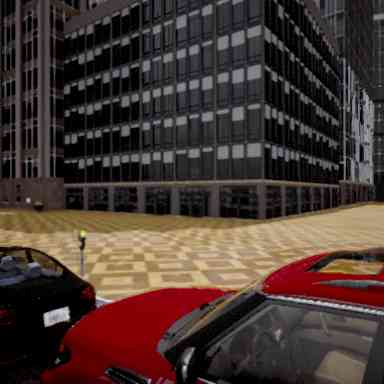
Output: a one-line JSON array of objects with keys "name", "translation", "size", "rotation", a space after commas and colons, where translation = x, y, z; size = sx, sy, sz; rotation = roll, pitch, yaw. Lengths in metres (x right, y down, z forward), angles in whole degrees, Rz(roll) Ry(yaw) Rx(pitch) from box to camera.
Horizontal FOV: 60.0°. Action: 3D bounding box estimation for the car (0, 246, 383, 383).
[{"name": "car", "translation": [1.173, 1.315, 2.043], "size": [5.009, 1.841, 2.192], "rotation": [0, 0, 35]}]
